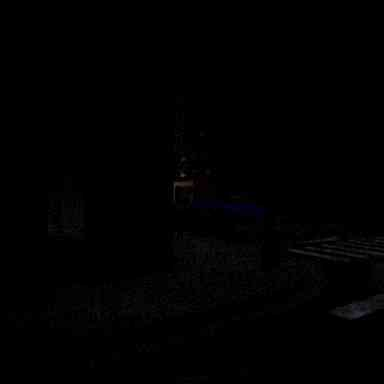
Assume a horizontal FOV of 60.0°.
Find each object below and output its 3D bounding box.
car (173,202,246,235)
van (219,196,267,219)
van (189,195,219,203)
[{"bbox_3d":[0.617,1.507,18.593,1.887,1.381,4.507,1,0,-35],"label":"car"},{"bbox_3d":[4.439,1.255,28.009,1.690,1.788,3.998,1,0,-35],"label":"van"},{"bbox_3d":[1.286,1.203,32.505,1.690,1.788,3.998,1,0,-35],"label":"van"}]
